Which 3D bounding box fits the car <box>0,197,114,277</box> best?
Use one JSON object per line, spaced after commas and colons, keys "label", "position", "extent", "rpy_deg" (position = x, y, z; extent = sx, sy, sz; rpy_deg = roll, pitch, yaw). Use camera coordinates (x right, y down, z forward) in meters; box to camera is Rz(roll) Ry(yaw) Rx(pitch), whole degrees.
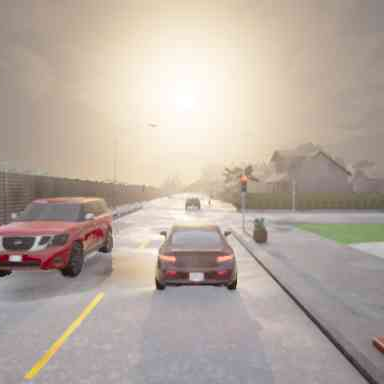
{"label": "car", "position": [-4.050, 1.185, 10.447], "extent": [2.150, 2.045, 5.566], "rpy_deg": [0, 0, 1]}

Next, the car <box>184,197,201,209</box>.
{"label": "car", "position": [0.105, 1.349, 42.145], "extent": [1.837, 1.490, 4.892], "rpy_deg": [0, 0, 0]}

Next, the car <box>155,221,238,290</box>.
{"label": "car", "position": [0.094, 1.493, 8.853], "extent": [1.812, 1.442, 4.674], "rpy_deg": [0, 0, 0]}
